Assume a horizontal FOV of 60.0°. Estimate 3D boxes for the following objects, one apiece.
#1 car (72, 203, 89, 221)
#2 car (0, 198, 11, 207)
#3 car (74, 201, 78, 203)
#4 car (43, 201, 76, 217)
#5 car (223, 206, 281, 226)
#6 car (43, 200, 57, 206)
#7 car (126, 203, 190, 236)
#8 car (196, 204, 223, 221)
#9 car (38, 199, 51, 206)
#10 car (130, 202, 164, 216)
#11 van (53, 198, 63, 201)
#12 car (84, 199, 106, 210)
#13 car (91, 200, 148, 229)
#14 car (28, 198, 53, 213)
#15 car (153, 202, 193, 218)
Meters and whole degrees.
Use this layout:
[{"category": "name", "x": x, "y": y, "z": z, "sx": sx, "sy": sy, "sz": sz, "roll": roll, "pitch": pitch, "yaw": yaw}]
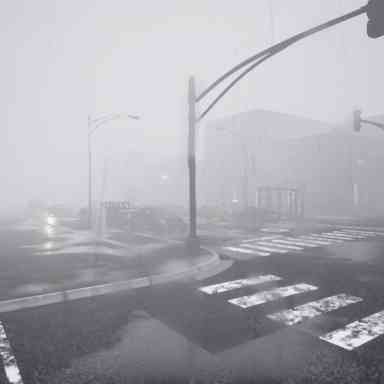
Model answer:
[{"category": "car", "x": -8.718, "y": 1.919, "z": 29.402, "sx": 2.008, "sy": 1.369, "sz": 4.403, "roll": -1, "pitch": 0, "yaw": -36}, {"category": "car", "x": -42.240, "y": 2.358, "z": 74.932, "sx": 2.192, "sy": 1.841, "sz": 5.009, "roll": -1, "pitch": 0, "yaw": -36}, {"category": "car", "x": -22.064, "y": 2.281, "z": 61.655, "sx": 1.802, "sy": 1.307, "sz": 4.206, "roll": -1, "pitch": 0, "yaw": -36}, {"category": "car", "x": -15.415, "y": 2.054, "z": 38.512, "sx": 2.008, "sy": 1.369, "sz": 4.403, "roll": -1, "pitch": 0, "yaw": -36}, {"category": "car", "x": 4.723, "y": 1.726, "z": 25.210, "sx": 1.947, "sy": 1.339, "sz": 4.313, "roll": -1, "pitch": 0, "yaw": -36}, {"category": "car", "x": -32.109, "y": 2.446, "z": 75.321, "sx": 1.887, "sy": 1.381, "sz": 4.507, "roll": -1, "pitch": 0, "yaw": -36}, {"category": "car", "x": -2.023, "y": 1.674, "z": 20.291, "sx": 1.967, "sy": 1.590, "sz": 4.097, "roll": -1, "pitch": 0, "yaw": -36}, {"category": "car", "x": 1.273, "y": 1.755, "z": 29.903, "sx": 1.752, "sy": 1.417, "sz": 4.829, "roll": -1, "pitch": 0, "yaw": -36}, {"category": "car", "x": -35.558, "y": 2.496, "z": 80.014, "sx": 1.752, "sy": 1.417, "sz": 4.829, "roll": -1, "pitch": 0, "yaw": -36}, {"category": "car", "x": -5.323, "y": 1.913, "z": 38.877, "sx": 2.008, "sy": 1.369, "sz": 4.403, "roll": -1, "pitch": 0, "yaw": -36}, {"category": "van", "x": -28.766, "y": 2.175, "z": 70.766, "sx": 1.690, "sy": 1.788, "sz": 3.998, "roll": -1, "pitch": 0, "yaw": -36}, {"category": "car", "x": -15.371, "y": 2.004, "z": 52.543, "sx": 1.967, "sy": 1.590, "sz": 4.097, "roll": -1, "pitch": 0, "yaw": -36}, {"category": "car", "x": -5.375, "y": 1.616, "z": 24.845, "sx": 2.192, "sy": 1.841, "sz": 5.009, "roll": -1, "pitch": 0, "yaw": -36}, {"category": "car", "x": -22.117, "y": 1.953, "z": 47.623, "sx": 2.192, "sy": 1.841, "sz": 5.009, "roll": -1, "pitch": 0, "yaw": -36}, {"category": "car", "x": -2.076, "y": 1.822, "z": 34.458, "sx": 1.752, "sy": 1.417, "sz": 4.829, "roll": -1, "pitch": 0, "yaw": -36}]
